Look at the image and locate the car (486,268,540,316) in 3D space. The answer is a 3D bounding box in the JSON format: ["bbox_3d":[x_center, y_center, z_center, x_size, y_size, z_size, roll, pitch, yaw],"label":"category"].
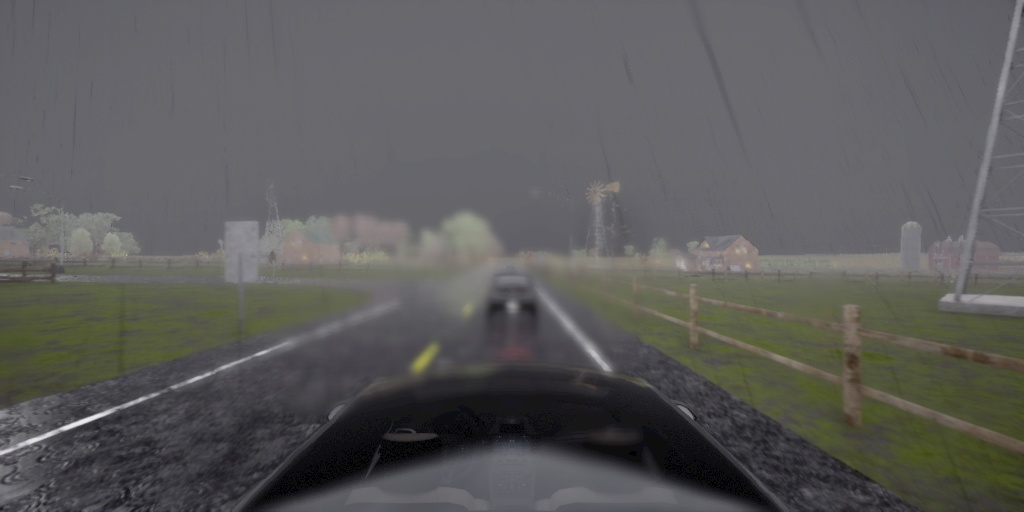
[{"bbox_3d":[0.041,1.409,14.119,1.837,1.490,4.892,0,0,0],"label":"car"}]
